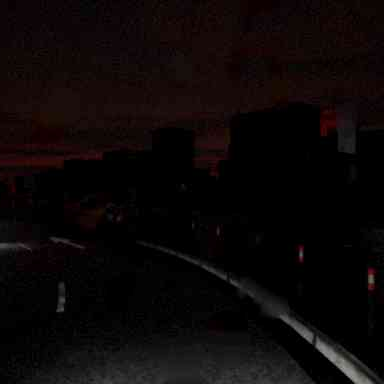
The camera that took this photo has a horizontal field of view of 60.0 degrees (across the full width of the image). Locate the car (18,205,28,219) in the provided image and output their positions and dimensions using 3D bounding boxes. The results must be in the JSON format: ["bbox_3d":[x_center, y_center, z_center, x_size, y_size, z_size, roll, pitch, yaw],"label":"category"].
[{"bbox_3d":[-11.662,1.352,28.034,4.553,1.767,2.185,-1,-1,-39],"label":"car"}]

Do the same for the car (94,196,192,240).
[{"bbox_3d":[-2.051,1.214,16.281,4.553,1.767,2.185,-1,0,-39],"label":"car"}]

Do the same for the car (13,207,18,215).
[{"bbox_3d":[-13.333,1.524,30.432,5.366,1.575,1.946,-1,-1,-39],"label":"car"}]

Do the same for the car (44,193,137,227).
[{"bbox_3d":[-5.830,1.118,20.883,5.566,2.045,2.435,-1,0,-39],"label":"car"}]

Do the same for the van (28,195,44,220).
[{"bbox_3d":[-9.812,1.210,25.625,4.442,1.987,1.878,-1,0,-39],"label":"van"}]

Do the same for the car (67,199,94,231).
[{"bbox_3d":[-3.957,1.354,18.644,5.008,1.535,2.097,-1,0,-39],"label":"car"}]
